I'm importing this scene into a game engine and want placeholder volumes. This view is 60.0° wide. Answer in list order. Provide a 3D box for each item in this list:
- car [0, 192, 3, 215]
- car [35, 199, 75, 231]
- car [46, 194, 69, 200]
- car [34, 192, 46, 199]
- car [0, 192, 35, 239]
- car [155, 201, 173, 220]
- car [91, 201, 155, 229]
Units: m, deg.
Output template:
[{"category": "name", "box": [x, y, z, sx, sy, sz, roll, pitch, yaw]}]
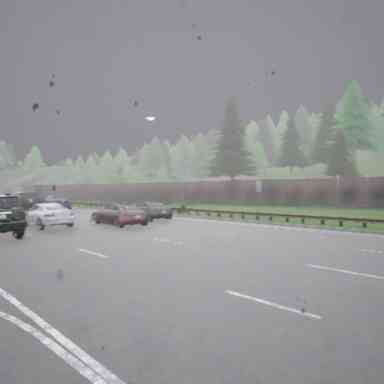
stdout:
[{"category": "car", "box": [-19.948, 1.039, 31.662, 2.150, 2.045, 5.566, -1, 1, -44]}, {"category": "car", "box": [-8.561, 1.377, 19.689, 1.812, 1.442, 4.674, -1, 1, -44]}, {"category": "car", "box": [-15.262, 1.070, 36.894, 2.097, 1.767, 4.553, -1, 1, -44]}, {"category": "car", "box": [-17.395, 0.990, 34.056, 2.150, 2.045, 5.566, -1, 1, -44]}, {"category": "car", "box": [-9.698, 1.125, 15.798, 2.150, 2.045, 5.566, -1, 1, -44]}, {"category": "car", "box": [-3.294, 1.318, 24.307, 1.994, 1.385, 4.181, -1, 1, -44]}, {"category": "car", "box": [-4.489, 1.371, 20.486, 1.994, 1.385, 4.181, -1, 1, -44]}]
